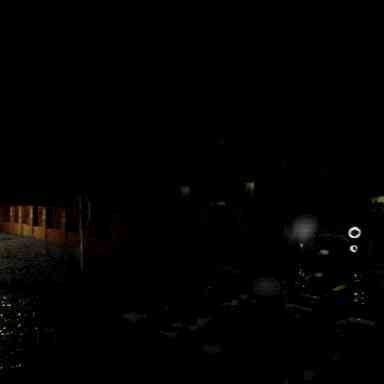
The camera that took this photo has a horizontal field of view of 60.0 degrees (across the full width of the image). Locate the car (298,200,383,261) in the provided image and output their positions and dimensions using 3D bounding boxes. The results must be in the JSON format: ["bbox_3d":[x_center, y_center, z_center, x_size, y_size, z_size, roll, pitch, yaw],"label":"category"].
[{"bbox_3d":[5.600,1.187,11.607,4.553,1.767,2.097,-2,-1,-43],"label":"car"}]
